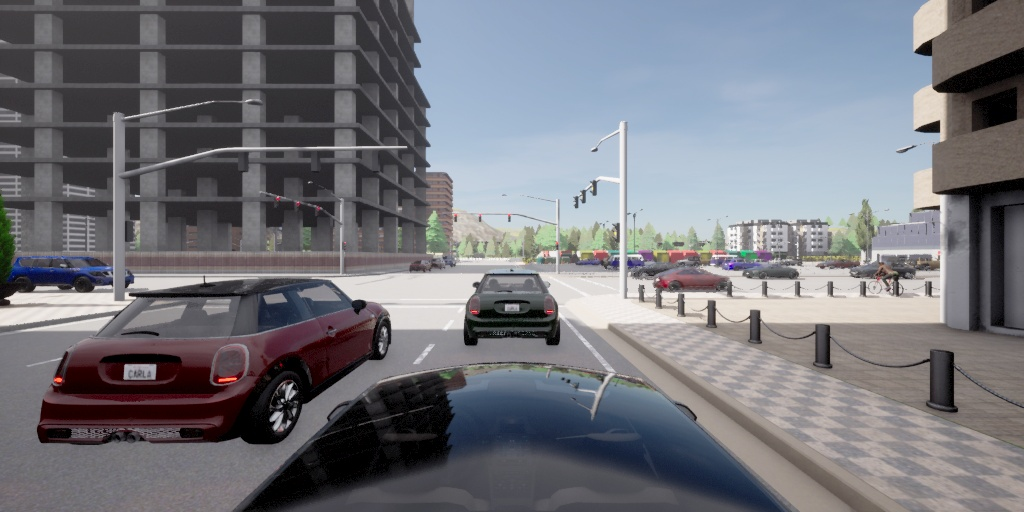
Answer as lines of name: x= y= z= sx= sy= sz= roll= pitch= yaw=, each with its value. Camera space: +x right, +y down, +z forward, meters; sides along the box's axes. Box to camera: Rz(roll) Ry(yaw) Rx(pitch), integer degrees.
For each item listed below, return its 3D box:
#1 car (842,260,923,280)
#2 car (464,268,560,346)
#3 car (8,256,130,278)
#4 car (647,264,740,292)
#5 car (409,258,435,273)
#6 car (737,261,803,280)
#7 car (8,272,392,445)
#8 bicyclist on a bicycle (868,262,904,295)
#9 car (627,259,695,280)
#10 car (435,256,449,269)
car: x=32.926 y=1.310 z=31.955 sx=4.892 sy=1.490 sz=1.837 roll=0 pitch=0 yaw=0
car: x=-0.020 y=1.102 z=9.605 sx=2.097 sy=1.767 sz=4.553 roll=0 pitch=0 yaw=-1
car: x=-25.516 y=1.027 z=20.839 sx=5.566 sy=2.045 sz=2.150 roll=0 pitch=0 yaw=0
car: x=10.570 y=1.369 z=21.101 sx=4.181 sy=1.385 sz=1.994 roll=0 pitch=0 yaw=0
car: x=-11.366 y=1.228 z=44.752 sx=1.882 sy=1.535 sz=5.008 roll=0 pitch=0 yaw=0
car: x=22.953 y=1.369 z=31.887 sx=4.181 sy=1.385 sz=1.994 roll=0 pitch=0 yaw=0
car: x=-3.483 y=1.102 z=5.471 sx=2.097 sy=1.767 sz=4.553 roll=0 pitch=0 yaw=0
bicyclist on a bicycle: x=18.070 y=1.106 z=17.374 sx=0.582 sy=1.620 sz=1.656 roll=0 pitch=0 yaw=0
car: x=13.039 y=1.283 z=31.820 sx=5.008 sy=1.535 sz=1.882 roll=0 pitch=0 yaw=0
car: x=-11.467 y=1.102 z=54.509 sx=2.097 sy=1.767 sz=4.553 roll=0 pitch=0 yaw=-1
